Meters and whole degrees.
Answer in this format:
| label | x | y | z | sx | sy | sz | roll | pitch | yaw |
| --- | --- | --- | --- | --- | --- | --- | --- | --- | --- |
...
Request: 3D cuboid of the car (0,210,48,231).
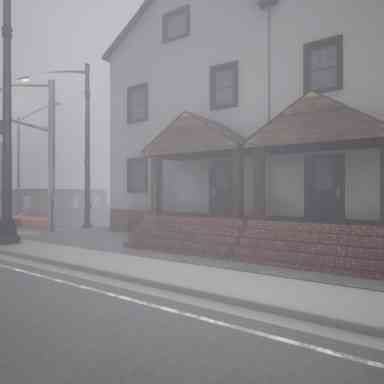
| label | x | y | z | sx | sy | sz | roll | pitch | yaw |
| --- | --- | --- | --- | --- | --- | --- | --- | --- | --- |
| car | -14.131 | 2.335 | 28.431 | 2.097 | 1.767 | 4.553 | 0 | -9 | 36 |
